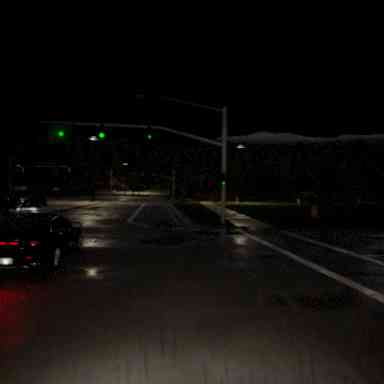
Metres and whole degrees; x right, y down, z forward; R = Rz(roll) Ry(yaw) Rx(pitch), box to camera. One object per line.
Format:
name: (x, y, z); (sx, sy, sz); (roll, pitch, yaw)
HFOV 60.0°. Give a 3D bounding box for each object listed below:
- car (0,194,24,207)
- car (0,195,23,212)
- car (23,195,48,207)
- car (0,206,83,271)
car: (-23.412, 1.072, 42.190); (2.128, 1.511, 4.902); (1, 0, -6)
car: (-18.965, 1.166, 33.014); (1.837, 1.490, 4.892); (1, 0, -6)
car: (-19.920, 1.142, 42.343); (1.837, 1.490, 4.892); (1, 0, -6)
car: (-4.783, 1.418, 10.499); (1.837, 1.490, 4.892); (1, 0, -6)
